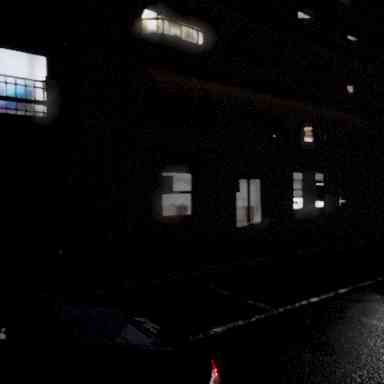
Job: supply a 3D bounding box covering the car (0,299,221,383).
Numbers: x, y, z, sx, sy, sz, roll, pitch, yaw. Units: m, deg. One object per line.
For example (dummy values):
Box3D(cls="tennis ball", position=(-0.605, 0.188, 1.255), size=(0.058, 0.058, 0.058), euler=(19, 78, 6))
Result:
Box3D(cls="car", position=(-1.757, 1.566, 2.120), size=(4.181, 1.385, 1.994), euler=(0, 0, -36))
